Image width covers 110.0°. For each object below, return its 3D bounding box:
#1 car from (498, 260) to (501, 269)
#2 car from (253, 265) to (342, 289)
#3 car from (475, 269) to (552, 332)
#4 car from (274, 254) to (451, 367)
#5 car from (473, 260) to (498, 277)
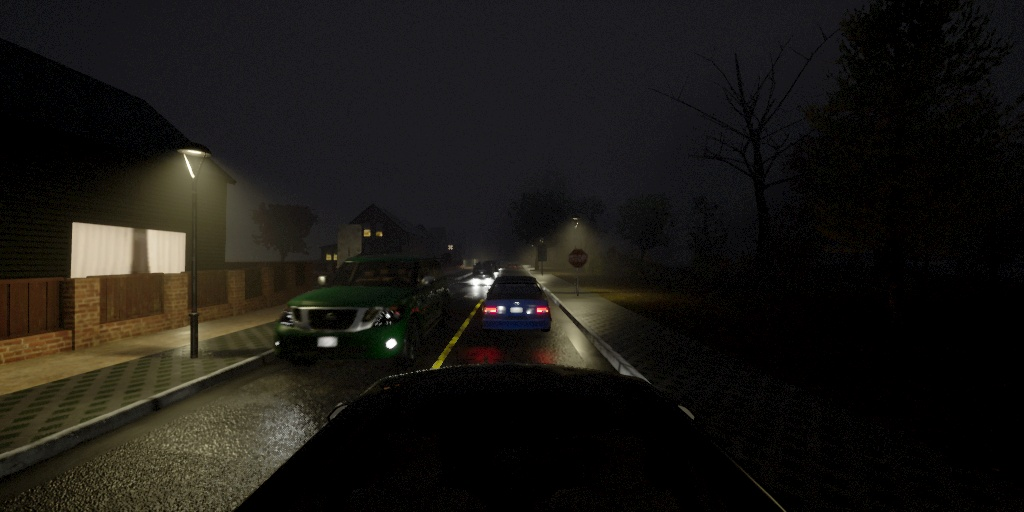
[{"bbox_3d":[-2.774,1.337,47.039,1.837,1.490,4.892,0,0,0],"label":"car"},{"bbox_3d":[-13.600,1.294,22.906,4.674,1.442,1.812,0,-2,2],"label":"car"},{"bbox_3d":[0.106,1.305,10.846,2.033,1.411,5.357,0,0,0],"label":"car"},{"bbox_3d":[-2.845,0.976,8.298,2.150,2.045,5.566,0,0,0],"label":"car"},{"bbox_3d":[-2.804,1.294,35.872,2.128,1.511,4.902,0,0,0],"label":"car"}]
